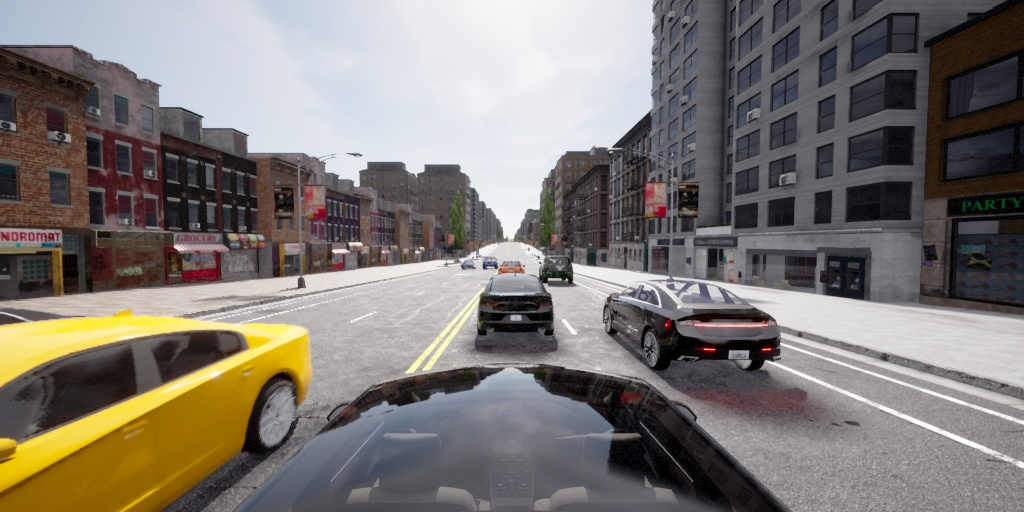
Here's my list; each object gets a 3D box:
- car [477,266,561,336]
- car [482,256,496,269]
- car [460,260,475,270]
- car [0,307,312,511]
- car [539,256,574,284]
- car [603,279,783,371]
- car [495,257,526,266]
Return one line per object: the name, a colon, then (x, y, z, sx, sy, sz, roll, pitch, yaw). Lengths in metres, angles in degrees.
car: (0.086, 1.233, 10.479, 1.882, 1.535, 5.008, 0, 0, 0)
car: (-3.361, 0.993, 55.376, 2.150, 2.045, 5.566, 0, 0, 0)
car: (-6.619, 1.296, 54.070, 1.812, 1.442, 4.674, 0, 0, 0)
car: (-3.350, 1.227, 2.273, 1.882, 1.535, 5.008, 0, 0, 0)
car: (3.312, 0.994, 27.537, 2.150, 2.045, 5.566, 0, 0, 0)
car: (3.338, 1.243, 7.701, 2.128, 1.511, 4.902, 0, 0, 0)
car: (0.027, 1.126, 29.614, 2.097, 1.767, 4.553, 0, 0, 3)
